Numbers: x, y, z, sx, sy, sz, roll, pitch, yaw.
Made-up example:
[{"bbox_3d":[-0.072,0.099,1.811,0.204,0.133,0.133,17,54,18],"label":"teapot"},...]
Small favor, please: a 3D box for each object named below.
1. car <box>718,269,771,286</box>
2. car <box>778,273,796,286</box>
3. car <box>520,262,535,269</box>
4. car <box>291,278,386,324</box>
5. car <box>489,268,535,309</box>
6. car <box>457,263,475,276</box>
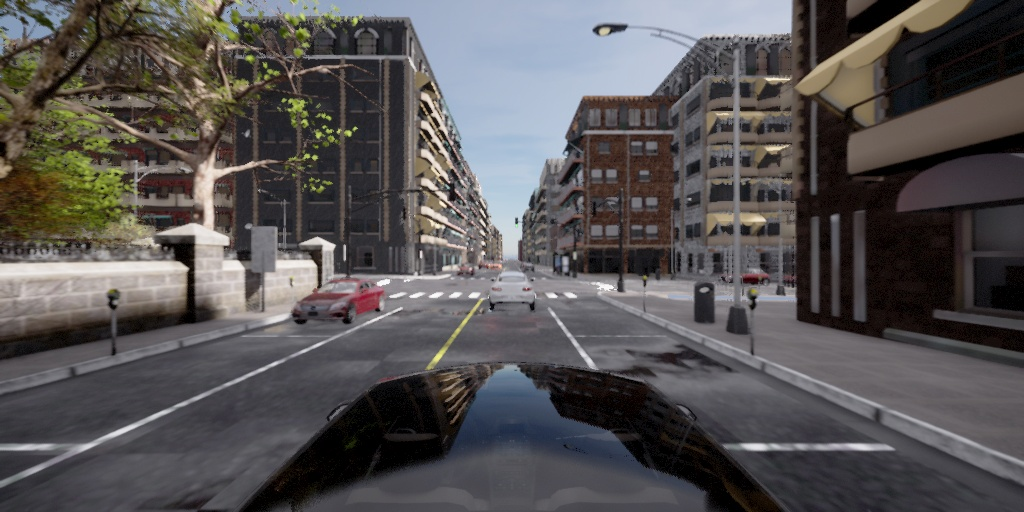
[{"bbox_3d":[21.376,1.895,33.184,4.097,1.591,1.967,0,0,-1],"label":"car"},{"bbox_3d":[27.049,2.139,33.252,4.207,1.307,1.802,0,0,-1],"label":"car"},{"bbox_3d":[2.684,1.857,56.020,2.007,1.370,4.403,0,0,0],"label":"car"},{"bbox_3d":[-5.690,1.440,12.338,1.802,1.307,4.207,0,0,0],"label":"car"},{"bbox_3d":[0.015,1.419,15.728,1.812,1.442,4.674,0,0,0],"label":"car"},{"bbox_3d":[-5.695,1.630,44.747,1.967,1.591,4.097,0,0,0],"label":"car"}]
